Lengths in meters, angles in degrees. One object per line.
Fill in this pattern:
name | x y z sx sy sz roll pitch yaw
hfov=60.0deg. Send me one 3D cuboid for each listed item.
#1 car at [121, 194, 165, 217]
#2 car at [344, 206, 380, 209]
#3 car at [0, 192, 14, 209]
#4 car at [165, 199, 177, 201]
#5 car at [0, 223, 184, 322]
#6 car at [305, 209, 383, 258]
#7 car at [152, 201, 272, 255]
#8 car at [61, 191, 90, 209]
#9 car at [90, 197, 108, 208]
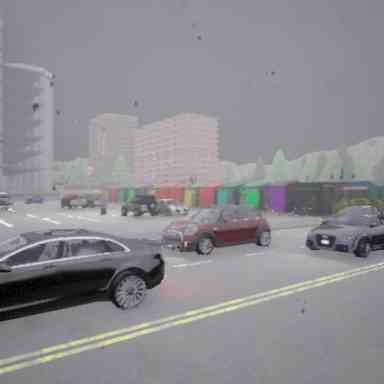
car | -4.295 1.136 27.611 1.905 1.878 3.866 0 0 -37
car | 9.870 1.523 19.553 5.357 1.411 2.033 0 0 -35
car | -28.329 1.131 50.304 1.932 1.855 4.605 0 0 -37
car | -1.974 1.372 29.343 1.970 1.475 3.806 0 0 -37
car | -2.822 1.490 6.250 4.902 1.511 2.128 0 0 -35
car | 6.262 1.548 12.710 4.181 1.385 1.994 0 0 -35
car | 1.034 1.339 13.306 4.553 1.767 2.097 0 0 -35
car | -14.841 1.128 41.602 1.932 1.855 4.605 0 0 -37
car | -12.487 1.336 43.292 1.784 1.438 3.905 0 0 -37
